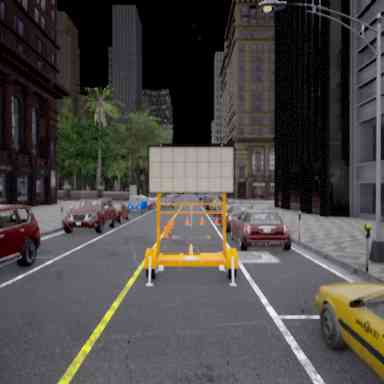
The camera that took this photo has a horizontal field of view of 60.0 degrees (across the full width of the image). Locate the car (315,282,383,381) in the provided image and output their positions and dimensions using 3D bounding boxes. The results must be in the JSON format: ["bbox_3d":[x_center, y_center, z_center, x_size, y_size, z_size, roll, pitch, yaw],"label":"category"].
[{"bbox_3d":[2.753,1.520,3.377,1.752,1.417,4.829,0,0,0],"label":"car"}]

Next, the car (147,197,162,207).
[{"bbox_3d":[-5.853,1.524,52.037,1.802,1.307,4.206,0,0,0],"label":"car"}]

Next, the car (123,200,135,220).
[{"bbox_3d":[-5.808,1.515,24.906,1.887,1.381,4.507,0,0,0],"label":"car"}]

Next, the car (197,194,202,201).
[{"bbox_3d":[2.629,1.470,78.470,1.947,1.339,4.313,0,0,0],"label":"car"}]

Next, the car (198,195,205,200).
[{"bbox_3d":[2.610,1.412,89.481,1.752,1.417,4.829,0,0,0],"label":"car"}]

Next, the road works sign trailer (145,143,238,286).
[{"bbox_3d":[-0.016,0.452,9.325,2.380,3.560,2.880,0,0,0],"label":"road works sign trailer"}]

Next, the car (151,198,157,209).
[{"bbox_3d":[-5.836,1.395,41.184,1.967,1.590,4.097,0,0,0],"label":"car"}]

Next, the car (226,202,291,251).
[{"bbox_3d":[2.735,1.422,14.057,1.967,1.590,4.097,0,0,0],"label":"car"}]

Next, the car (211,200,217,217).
[{"bbox_3d":[2.716,1.515,24.908,1.887,1.381,4.507,0,0,0],"label":"car"}]

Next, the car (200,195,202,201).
[{"bbox_3d":[2.672,1.508,52.033,1.947,1.339,4.313,0,0,0],"label":"car"}]

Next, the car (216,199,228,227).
[{"bbox_3d":[2.726,1.416,19.482,1.967,1.590,4.097,0,0,0],"label":"car"}]

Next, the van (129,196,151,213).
[{"bbox_3d":[-5.827,1.302,35.758,1.690,1.788,3.998,0,0,0],"label":"van"}]

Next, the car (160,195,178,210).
[{"bbox_3d":[-3.151,1.459,42.398,1.837,1.490,4.892,0,0,0],"label":"car"}]

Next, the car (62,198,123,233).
[{"bbox_3d":[-5.800,1.291,19.480,2.192,1.841,5.009,0,0,0],"label":"car"}]

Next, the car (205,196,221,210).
[{"bbox_3d":[2.699,1.486,35.927,1.752,1.417,4.829,0,0,0],"label":"car"}]

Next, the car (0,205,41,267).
[{"bbox_3d":[-5.781,1.303,8.628,2.192,1.841,5.009,0,0,0],"label":"car"}]

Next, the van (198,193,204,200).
[{"bbox_3d":[2.601,1.218,94.731,1.690,1.788,3.998,0,0,0],"label":"van"}]

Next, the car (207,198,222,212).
[{"bbox_3d":[2.708,1.516,30.332,2.008,1.369,4.403,0,0,0],"label":"car"}]

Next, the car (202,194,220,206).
[{"bbox_3d":[2.689,1.270,41.182,2.192,1.841,5.009,0,0,0],"label":"car"}]
